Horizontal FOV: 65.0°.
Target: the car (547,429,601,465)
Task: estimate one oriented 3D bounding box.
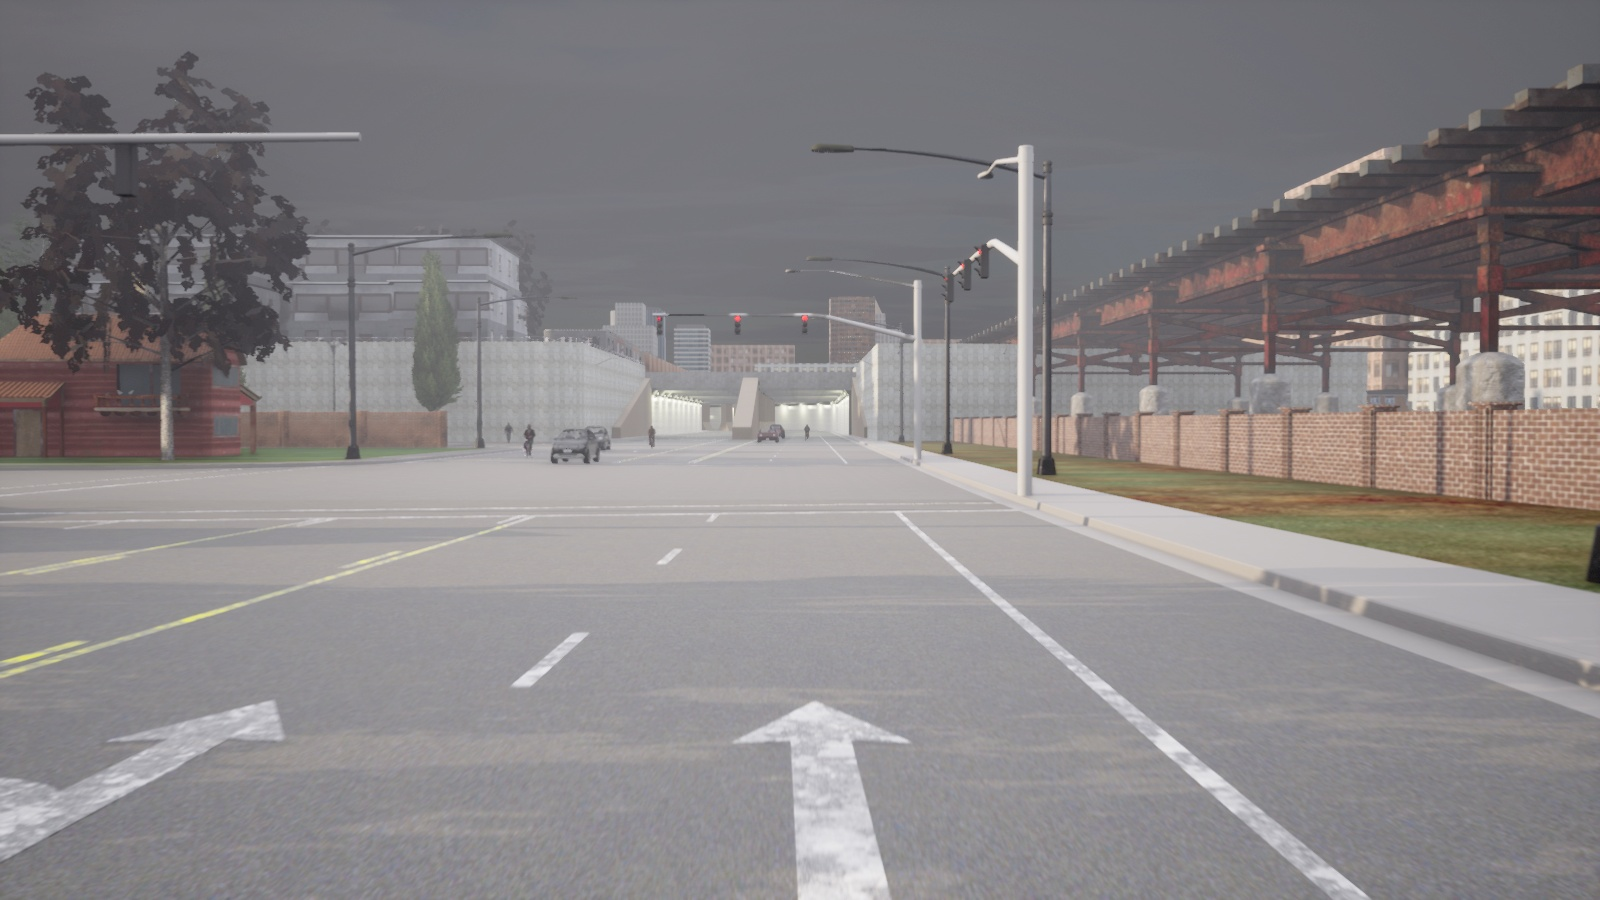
[{"bbox_3d":[-10.168,-0.179,56.729,1.789,1.549,3.705,0,1,0],"label":"car"}]

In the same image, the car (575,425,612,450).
[{"bbox_3d":[-13.510,-0.821,82.350,1.851,1.617,3.988,0,1,-2],"label":"car"}]
